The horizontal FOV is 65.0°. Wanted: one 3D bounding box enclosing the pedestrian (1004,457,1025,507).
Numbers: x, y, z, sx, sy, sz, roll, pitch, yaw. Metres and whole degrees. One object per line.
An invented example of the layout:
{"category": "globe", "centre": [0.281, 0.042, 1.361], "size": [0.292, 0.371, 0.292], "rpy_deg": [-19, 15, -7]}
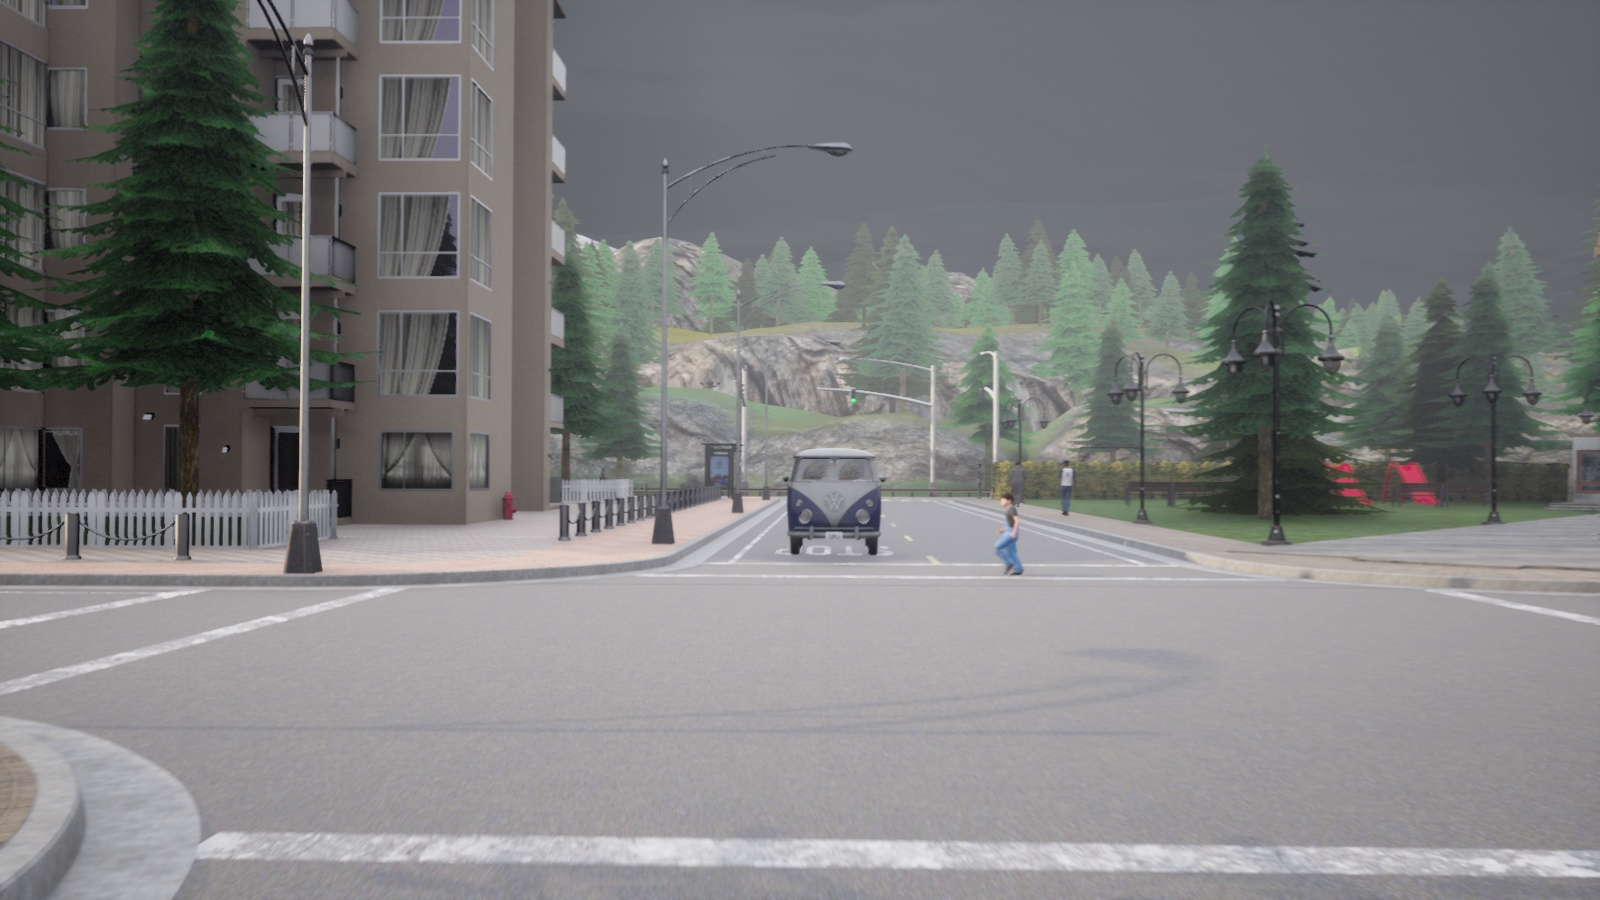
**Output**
{"category": "pedestrian", "centre": [8.551, 1.276, 50.018], "size": [0.659, 1.952, 0.873], "rpy_deg": [0, -1, -1]}

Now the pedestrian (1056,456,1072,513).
{"category": "pedestrian", "centre": [8.528, 1.119, 40.628], "size": [0.354, 1.836, 0.706], "rpy_deg": [0, -1, 0]}

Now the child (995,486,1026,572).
{"category": "child", "centre": [3.142, 1.176, 18.774], "size": [0.437, 1.263, 0.270], "rpy_deg": [0, -1, 9]}

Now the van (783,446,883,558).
{"category": "van", "centre": [0.642, 0.979, 24.649], "size": [1.775, 1.987, 4.442], "rpy_deg": [0, -1, 1]}
